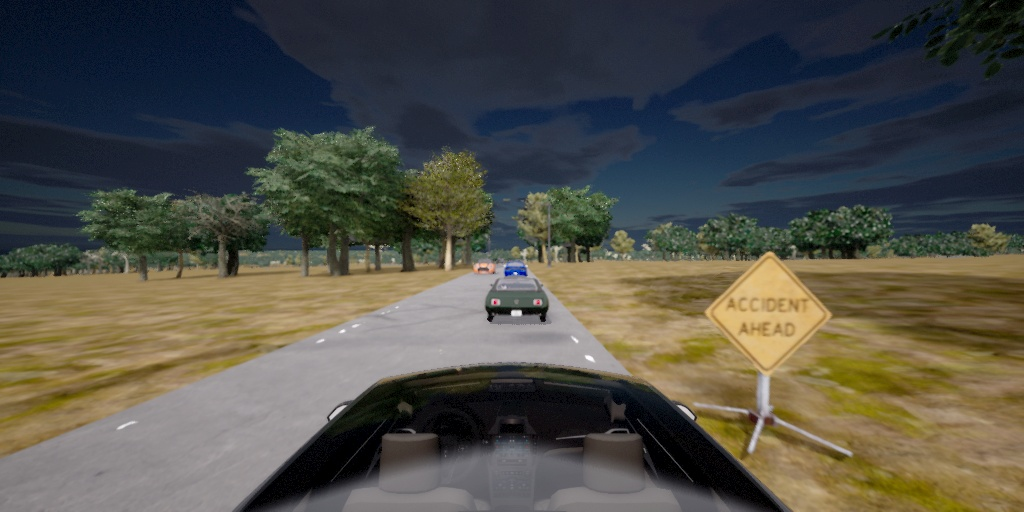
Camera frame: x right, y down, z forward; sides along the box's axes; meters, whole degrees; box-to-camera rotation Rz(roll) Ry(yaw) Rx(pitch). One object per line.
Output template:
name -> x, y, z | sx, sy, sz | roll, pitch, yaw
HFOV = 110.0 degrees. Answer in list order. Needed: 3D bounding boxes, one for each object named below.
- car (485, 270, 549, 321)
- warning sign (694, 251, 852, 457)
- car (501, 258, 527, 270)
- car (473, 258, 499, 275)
car -> 0.156, 1.356, 12.526 | 1.895, 1.301, 4.718 | 0, 0, 1
warning sign -> 2.645, 0.881, 3.793 | 1.300, 1.860, 1.060 | 0, 0, 0
car -> 0.299, 1.190, 30.476 | 1.882, 1.535, 5.008 | 0, 0, 1
car -> -2.831, 1.040, 37.865 | 2.097, 1.767, 4.553 | 0, 0, 1
